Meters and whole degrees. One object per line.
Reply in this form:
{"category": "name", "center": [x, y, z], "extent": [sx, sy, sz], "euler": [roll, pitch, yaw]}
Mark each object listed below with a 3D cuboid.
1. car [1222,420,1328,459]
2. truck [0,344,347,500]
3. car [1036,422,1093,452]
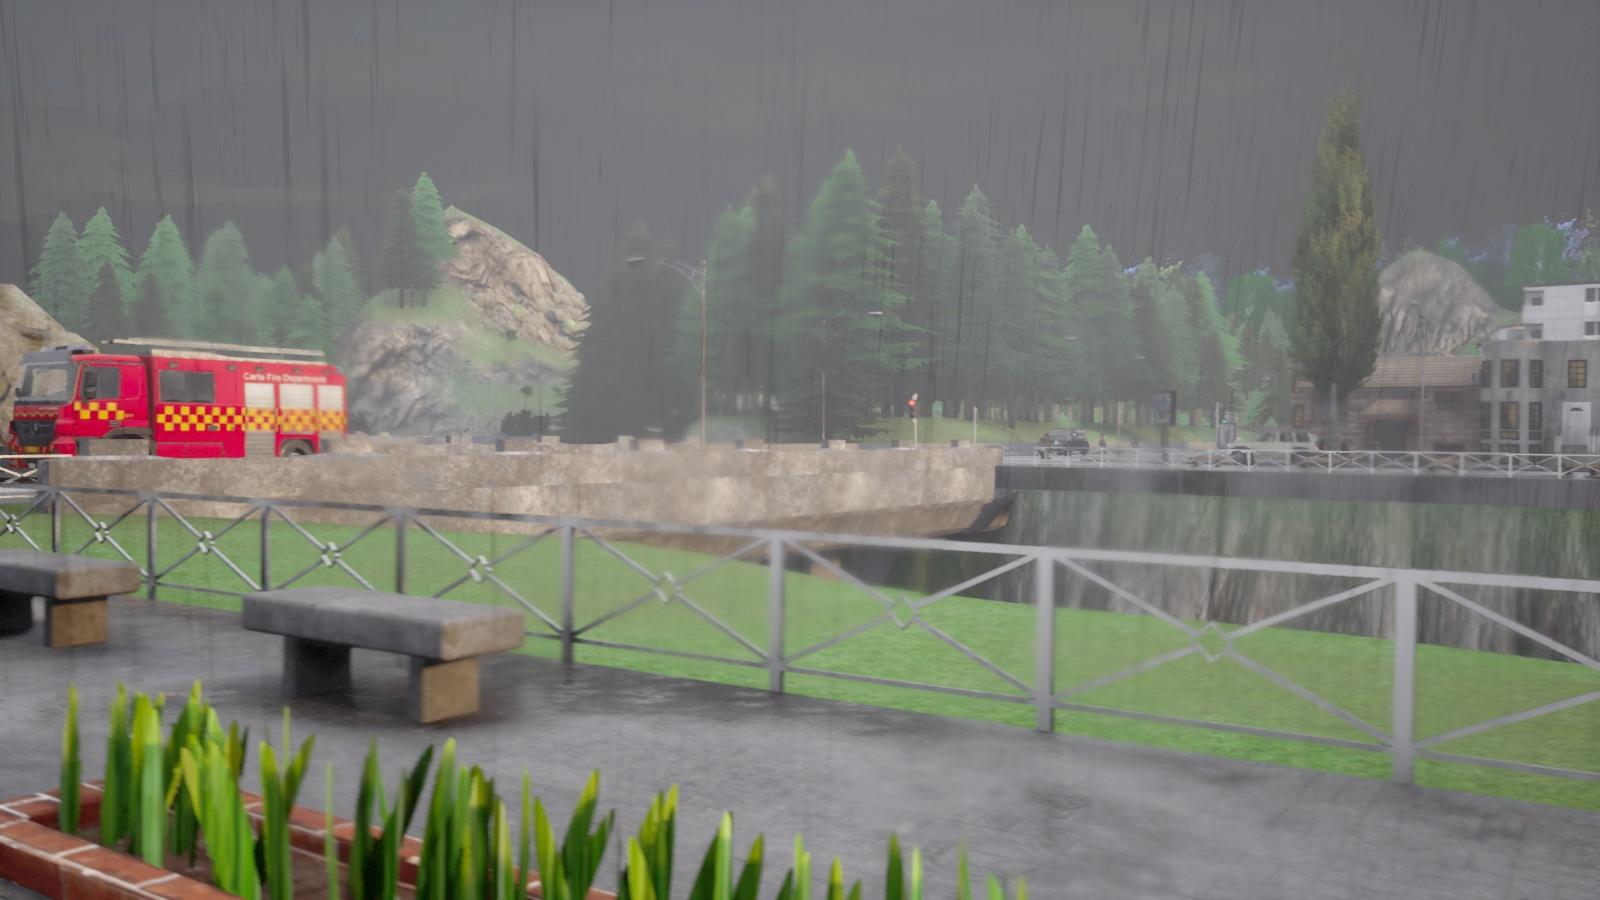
{"category": "car", "center": [23.631, -0.519, 62.522], "extent": [4.605, 1.855, 1.932], "euler": [0, 1, 34]}
{"category": "truck", "center": [-17.228, -0.756, 35.111], "extent": [2.891, 3.827, 8.468], "euler": [0, 1, 34]}
{"category": "car", "center": [18.875, -0.941, 89.442], "extent": [2.150, 2.045, 5.566], "euler": [0, 1, 33]}
